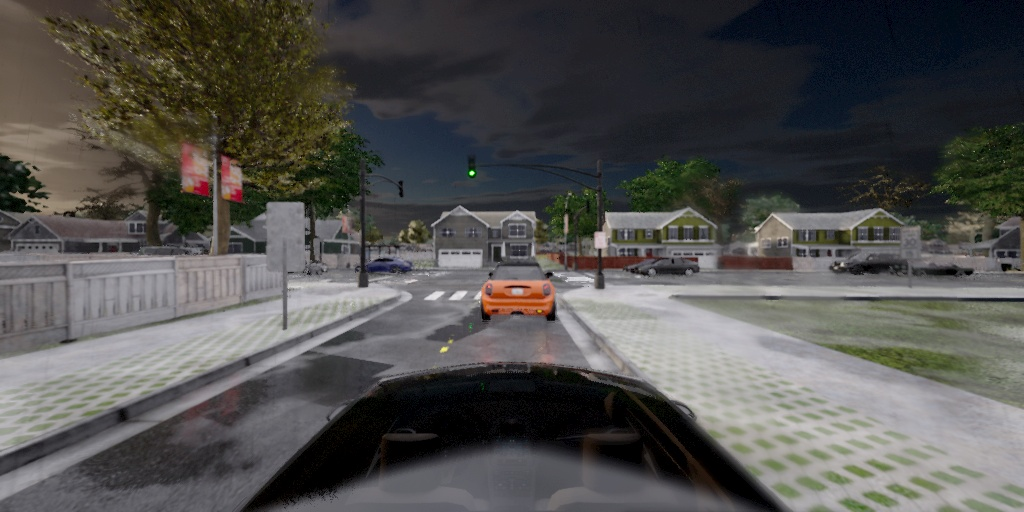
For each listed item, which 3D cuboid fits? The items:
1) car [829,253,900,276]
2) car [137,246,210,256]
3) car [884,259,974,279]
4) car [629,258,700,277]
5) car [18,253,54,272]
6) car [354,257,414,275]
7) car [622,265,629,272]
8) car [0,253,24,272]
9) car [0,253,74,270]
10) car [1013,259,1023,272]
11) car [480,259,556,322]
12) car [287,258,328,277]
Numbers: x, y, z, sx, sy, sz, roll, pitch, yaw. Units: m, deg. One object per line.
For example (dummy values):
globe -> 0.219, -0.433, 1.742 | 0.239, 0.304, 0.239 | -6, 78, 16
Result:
car -> 31.427, 0.713, 31.624 | 5.566, 2.045, 2.150 | 0, 0, 1
car -> -20.620, 0.431, 22.767 | 5.566, 2.045, 2.150 | 0, 0, 1
car -> 32.994, 1.117, 28.339 | 4.718, 1.301, 1.895 | 0, 0, 1
car -> 12.380, 0.897, 28.773 | 4.892, 1.490, 1.837 | -1, 0, 2
car -> -35.915, 0.577, 26.351 | 4.902, 1.511, 2.128 | 0, 0, 1
car -> -10.448, 0.775, 29.360 | 4.674, 1.442, 1.812 | 0, 0, 4
car -> 12.765, 0.931, 32.020 | 5.357, 1.411, 2.033 | 0, 0, 1
car -> -44.322, 0.514, 29.917 | 4.892, 1.490, 1.837 | 0, 0, 2
car -> -44.110, 0.473, 33.144 | 5.008, 1.535, 1.882 | 0, 0, 2
car -> 46.980, 0.550, 31.203 | 4.553, 1.767, 2.097 | 0, 0, 1
car -> 0.275, 0.933, 11.723 | 2.097, 1.767, 4.553 | 0, 1, 3
car -> -15.941, 0.720, 25.920 | 4.902, 1.511, 2.128 | 0, 0, 1
